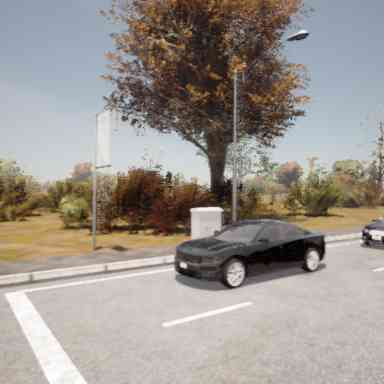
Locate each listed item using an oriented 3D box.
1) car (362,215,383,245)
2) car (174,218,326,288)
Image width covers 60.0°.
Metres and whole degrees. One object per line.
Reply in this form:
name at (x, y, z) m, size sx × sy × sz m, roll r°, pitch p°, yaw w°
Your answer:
car at (9.665, 1.659, 15.225) m, size 4.902 × 1.511 × 2.128 m, roll 1°, pitch 0°, yaw -36°
car at (1.829, 1.553, 9.605) m, size 5.008 × 1.535 × 1.882 m, roll 1°, pitch 0°, yaw -36°
